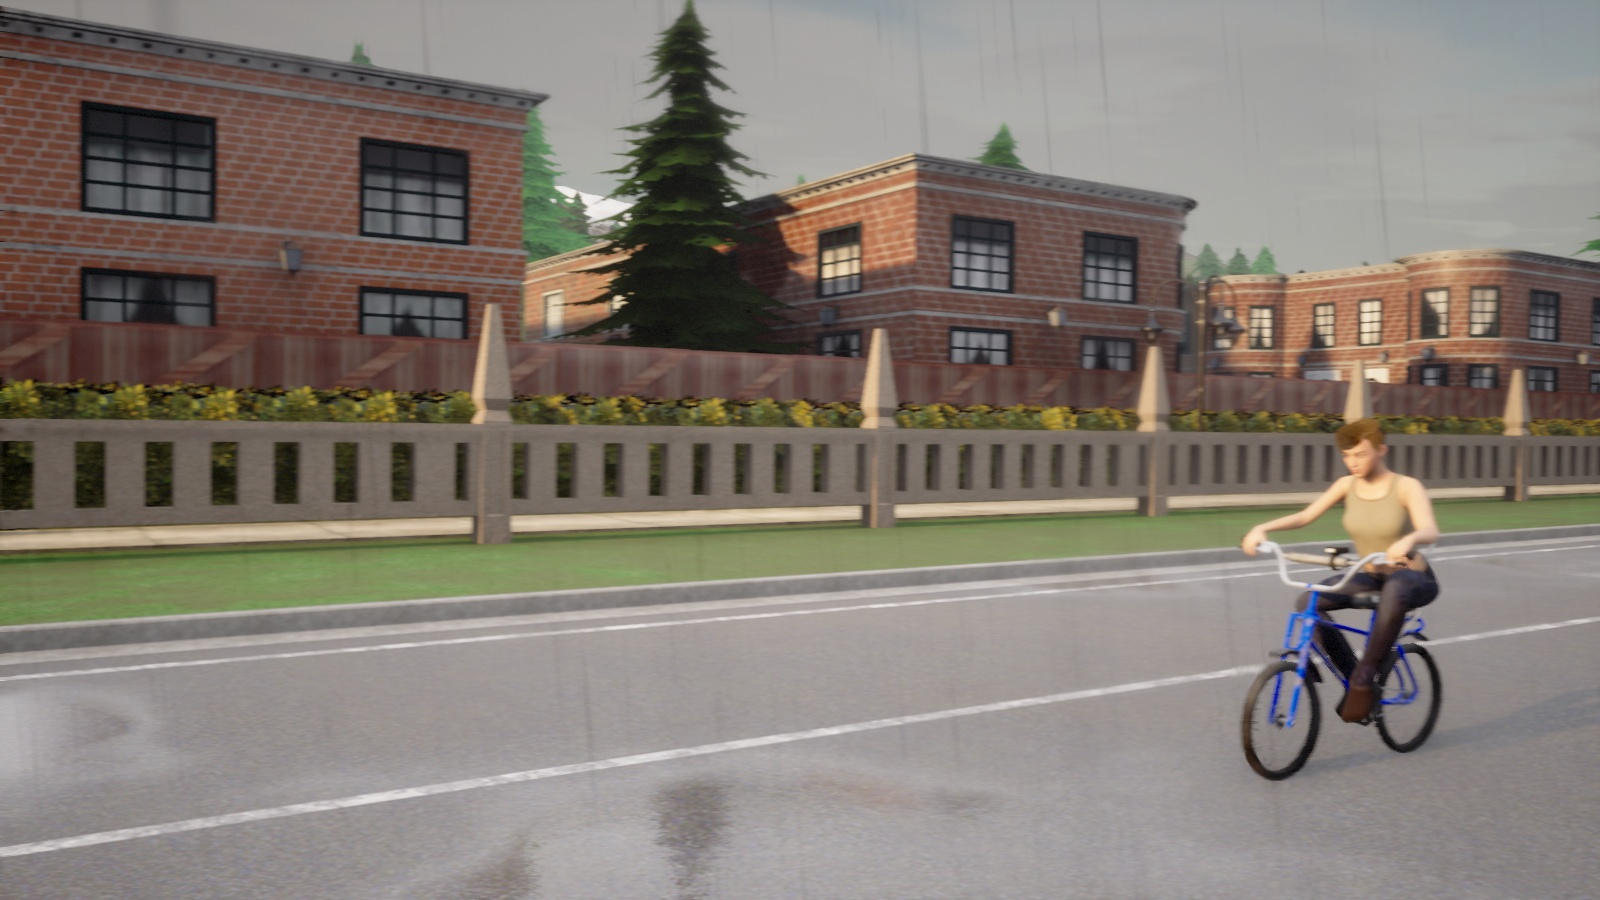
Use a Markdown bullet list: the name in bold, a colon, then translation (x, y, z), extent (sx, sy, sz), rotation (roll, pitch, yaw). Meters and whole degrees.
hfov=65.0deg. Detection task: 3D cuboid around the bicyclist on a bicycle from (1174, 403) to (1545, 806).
- **bicyclist on a bicycle**: translation (2.583, 0.600, 5.783), extent (1.509, 1.612, 0.866), rotation (-1, 1, -32)
